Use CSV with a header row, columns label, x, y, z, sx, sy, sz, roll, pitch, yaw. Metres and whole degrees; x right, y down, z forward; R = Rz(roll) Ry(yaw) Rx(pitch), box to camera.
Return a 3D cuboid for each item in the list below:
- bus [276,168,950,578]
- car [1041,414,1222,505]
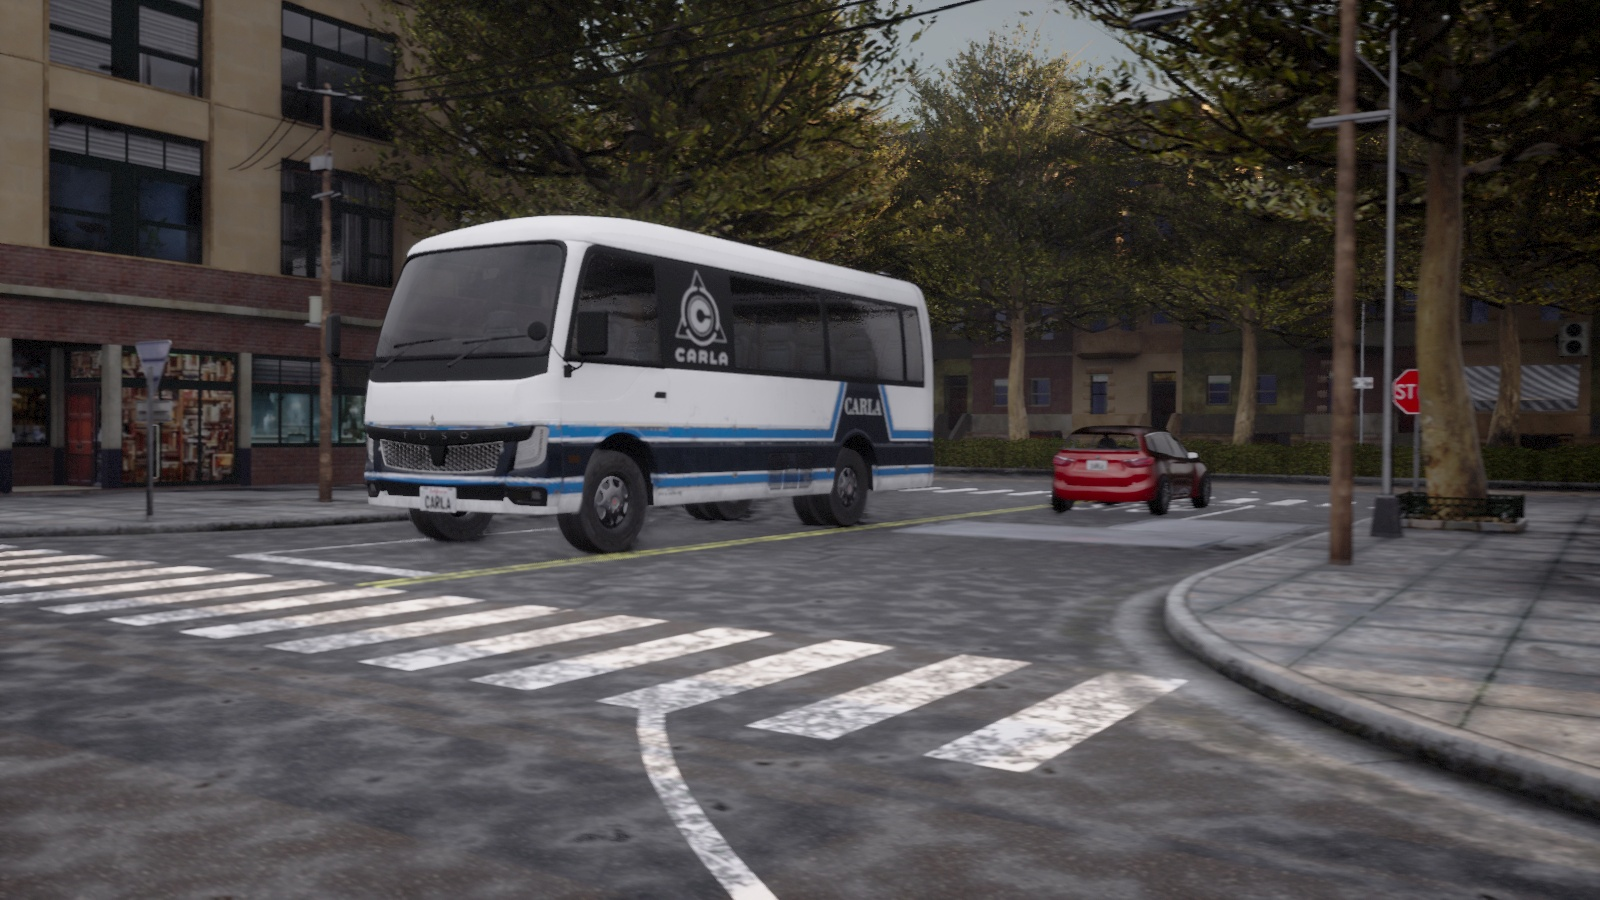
label,x,y,z,sx,sy,sz,roll,pitch,yaw
bus,-1.857,-0.879,18.399,3.944,4.253,10.273,0,1,33
car,6.803,0.162,25.416,2.242,1.667,4.611,0,0,32
